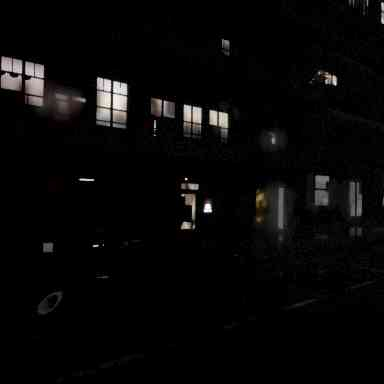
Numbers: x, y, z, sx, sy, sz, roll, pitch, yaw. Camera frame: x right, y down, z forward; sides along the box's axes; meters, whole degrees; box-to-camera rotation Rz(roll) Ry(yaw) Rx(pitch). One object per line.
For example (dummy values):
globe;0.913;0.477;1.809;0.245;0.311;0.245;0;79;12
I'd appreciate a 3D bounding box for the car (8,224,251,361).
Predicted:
car;-0.928;1.441;5.886;4.097;1.590;1.967;0;1;-36
